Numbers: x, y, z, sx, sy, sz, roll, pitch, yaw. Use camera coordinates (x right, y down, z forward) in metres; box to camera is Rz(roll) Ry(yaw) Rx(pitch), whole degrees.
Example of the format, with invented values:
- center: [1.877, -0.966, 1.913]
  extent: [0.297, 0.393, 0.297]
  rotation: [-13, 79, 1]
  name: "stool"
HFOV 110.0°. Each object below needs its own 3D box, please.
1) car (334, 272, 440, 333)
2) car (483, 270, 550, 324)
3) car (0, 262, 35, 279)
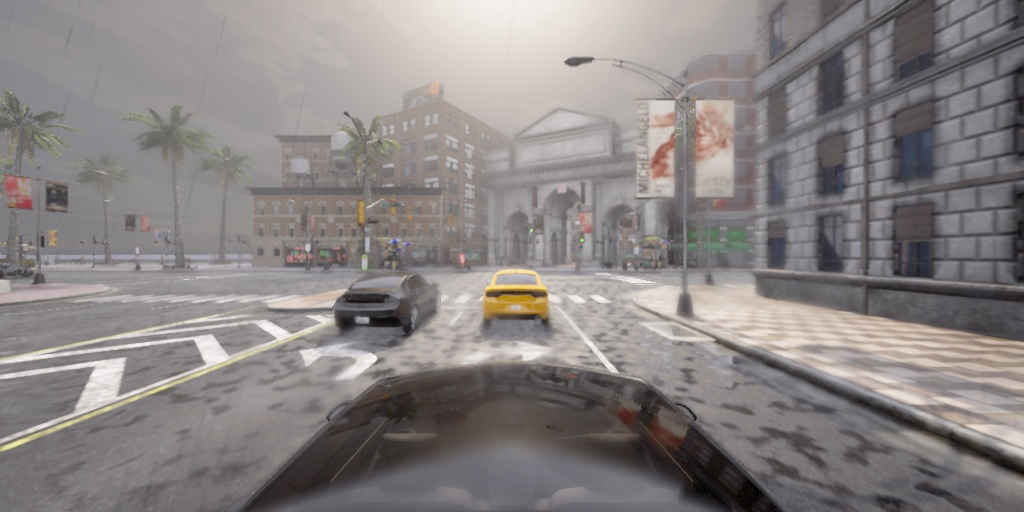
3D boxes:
- center: [-3.412, 1.219, 10.638]
  extent: [1.837, 1.490, 4.892]
  rotation: [0, 0, 0]
  name: "car"
- center: [0.153, 1.186, 11.835]
  extent: [1.882, 1.535, 5.008]
  rotation: [0, 0, 1]
  name: "car"
- center: [-43.565, 1.199, 30.442]
  extent: [4.181, 1.385, 1.994]
  rotation: [0, 0, 1]
  name: "car"
